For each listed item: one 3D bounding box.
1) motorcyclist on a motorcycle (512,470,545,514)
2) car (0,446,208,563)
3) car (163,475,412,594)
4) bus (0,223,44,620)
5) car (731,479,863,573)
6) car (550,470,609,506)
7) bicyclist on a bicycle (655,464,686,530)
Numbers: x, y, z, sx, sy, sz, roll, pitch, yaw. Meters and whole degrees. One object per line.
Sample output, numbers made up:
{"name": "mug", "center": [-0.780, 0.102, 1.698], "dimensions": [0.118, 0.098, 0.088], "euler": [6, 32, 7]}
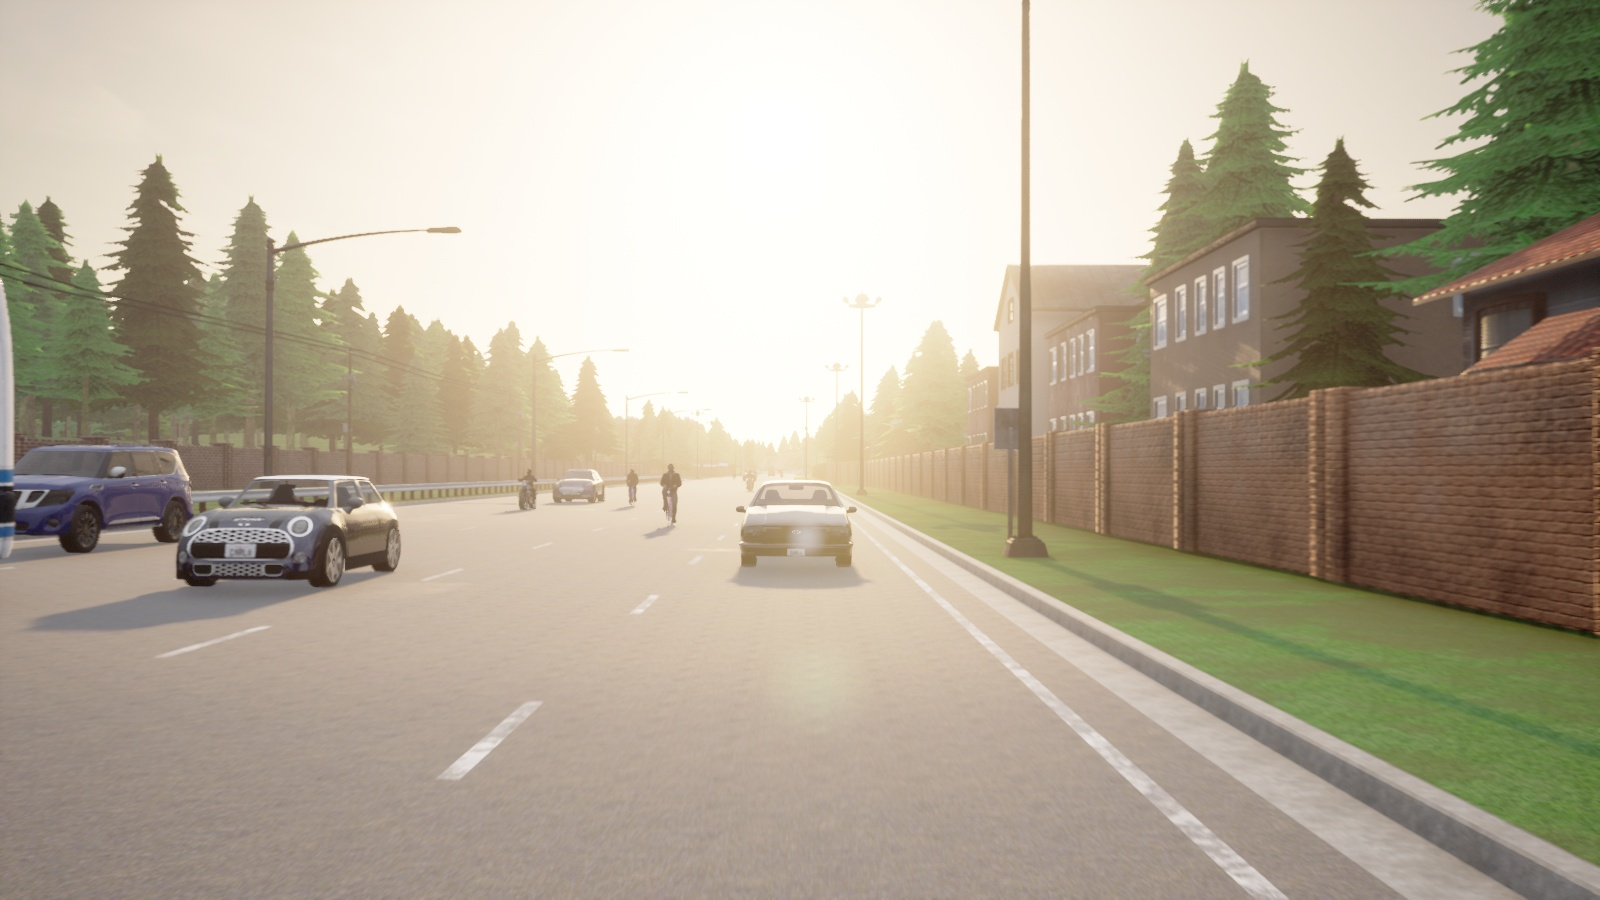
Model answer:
{"name": "motorcyclist on a motorcycle", "center": [-10.620, 1.630, 49.182], "dimensions": [0.766, 1.649, 2.350], "euler": [0, -1, 0]}
{"name": "car", "center": [-14.061, 1.004, 24.789], "dimensions": [2.150, 2.045, 5.566], "euler": [0, -1, 0]}
{"name": "car", "center": [-7.043, 1.105, 17.731], "dimensions": [1.970, 1.475, 3.806], "euler": [0, -1, 0]}
{"name": "bus", "center": [-10.528, -0.368, 9.068], "dimensions": [3.944, 4.253, 10.273], "euler": [0, -1, 0]}
{"name": "car", "center": [-0.054, 1.231, 22.045], "dimensions": [2.033, 1.411, 5.357], "euler": [0, -1, 0]}
{"name": "car", "center": [-10.649, 1.807, 61.005], "dimensions": [2.033, 1.649, 4.856], "euler": [0, -1, 0]}
{"name": "bicyclist on a bicycle", "center": [-3.585, 1.282, 34.858], "dimensions": [0.659, 1.776, 1.843], "euler": [0, -1, 0]}
